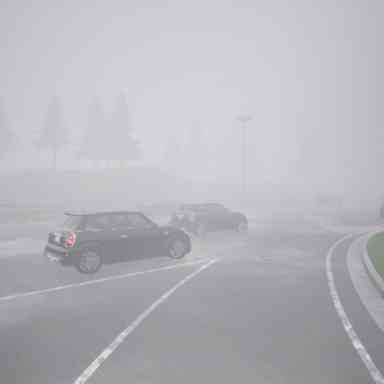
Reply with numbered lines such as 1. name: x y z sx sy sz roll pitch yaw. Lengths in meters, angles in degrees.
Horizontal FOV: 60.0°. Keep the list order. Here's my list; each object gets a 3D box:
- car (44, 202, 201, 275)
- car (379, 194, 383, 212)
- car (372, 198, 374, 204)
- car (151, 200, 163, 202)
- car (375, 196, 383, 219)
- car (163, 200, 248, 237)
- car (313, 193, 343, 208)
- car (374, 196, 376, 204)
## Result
1. car: -2.195 1.349 10.757 4.553 1.767 2.097 0 0 -41
2. car: 23.585 1.216 37.946 5.566 2.045 2.150 0 0 -41
3. car: 35.526 1.494 62.434 4.892 1.490 1.837 0 0 -41
4. car: -2.473 1.473 29.110 5.008 1.535 1.882 0 0 -41
5. car: 17.719 1.347 28.128 4.553 1.767 2.097 0 0 -42
6. car: 1.004 1.349 18.201 4.553 1.767 2.097 0 0 -41
7. car: 19.977 1.207 48.740 5.566 2.045 2.150 1 -1 -41
8. car: 32.642 1.469 55.298 5.008 1.535 1.882 0 0 -41
